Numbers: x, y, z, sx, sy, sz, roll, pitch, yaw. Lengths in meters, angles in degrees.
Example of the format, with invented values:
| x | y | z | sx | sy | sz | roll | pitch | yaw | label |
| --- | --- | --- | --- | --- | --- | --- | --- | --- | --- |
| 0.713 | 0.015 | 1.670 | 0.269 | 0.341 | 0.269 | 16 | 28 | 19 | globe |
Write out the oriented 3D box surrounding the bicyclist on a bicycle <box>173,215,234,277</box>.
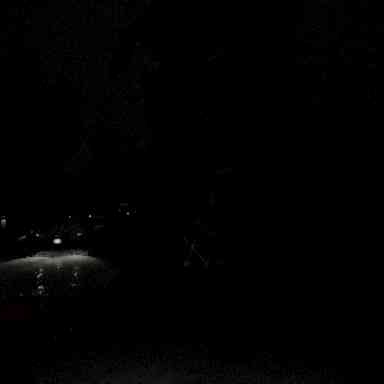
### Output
| x | y | z | sx | sy | sz | roll | pitch | yaw | label |
| --- | --- | --- | --- | --- | --- | --- | --- | --- | --- |
| 0.318 | 1.436 | 8.839 | 1.656 | 1.620 | 0.582 | -1 | 0 | -7 | bicyclist on a bicycle |

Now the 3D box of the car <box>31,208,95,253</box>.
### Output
| x | y | z | sx | sy | sz | roll | pitch | yaw | label |
| --- | --- | --- | --- | --- | --- | --- | --- | --- | --- |
| -5.166 | 1.561 | 13.740 | 1.994 | 1.385 | 4.181 | 0 | 0 | -12 | car |

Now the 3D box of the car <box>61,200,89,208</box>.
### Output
| x | y | z | sx | sy | sz | roll | pitch | yaw | label |
| --- | --- | --- | --- | --- | --- | --- | --- | --- | --- |
| -8.465 | 1.542 | 24.775 | 2.033 | 1.411 | 5.357 | 0 | 0 | -22 | car |

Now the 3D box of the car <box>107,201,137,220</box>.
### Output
| x | y | z | sx | sy | sz | roll | pitch | yaw | label |
| --- | --- | --- | --- | --- | --- | --- | --- | --- | --- |
| -5.954 | 1.519 | 28.220 | 1.812 | 1.442 | 4.674 | 0 | 0 | -23 | car |

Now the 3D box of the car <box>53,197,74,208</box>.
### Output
| x | y | z | sx | sy | sz | roll | pitch | yaw | label |
| --- | --- | --- | --- | --- | --- | --- | --- | --- | --- |
| -17.292 | 1.481 | 45.150 | 2.128 | 1.511 | 4.902 | 0 | 0 | -42 | car |
